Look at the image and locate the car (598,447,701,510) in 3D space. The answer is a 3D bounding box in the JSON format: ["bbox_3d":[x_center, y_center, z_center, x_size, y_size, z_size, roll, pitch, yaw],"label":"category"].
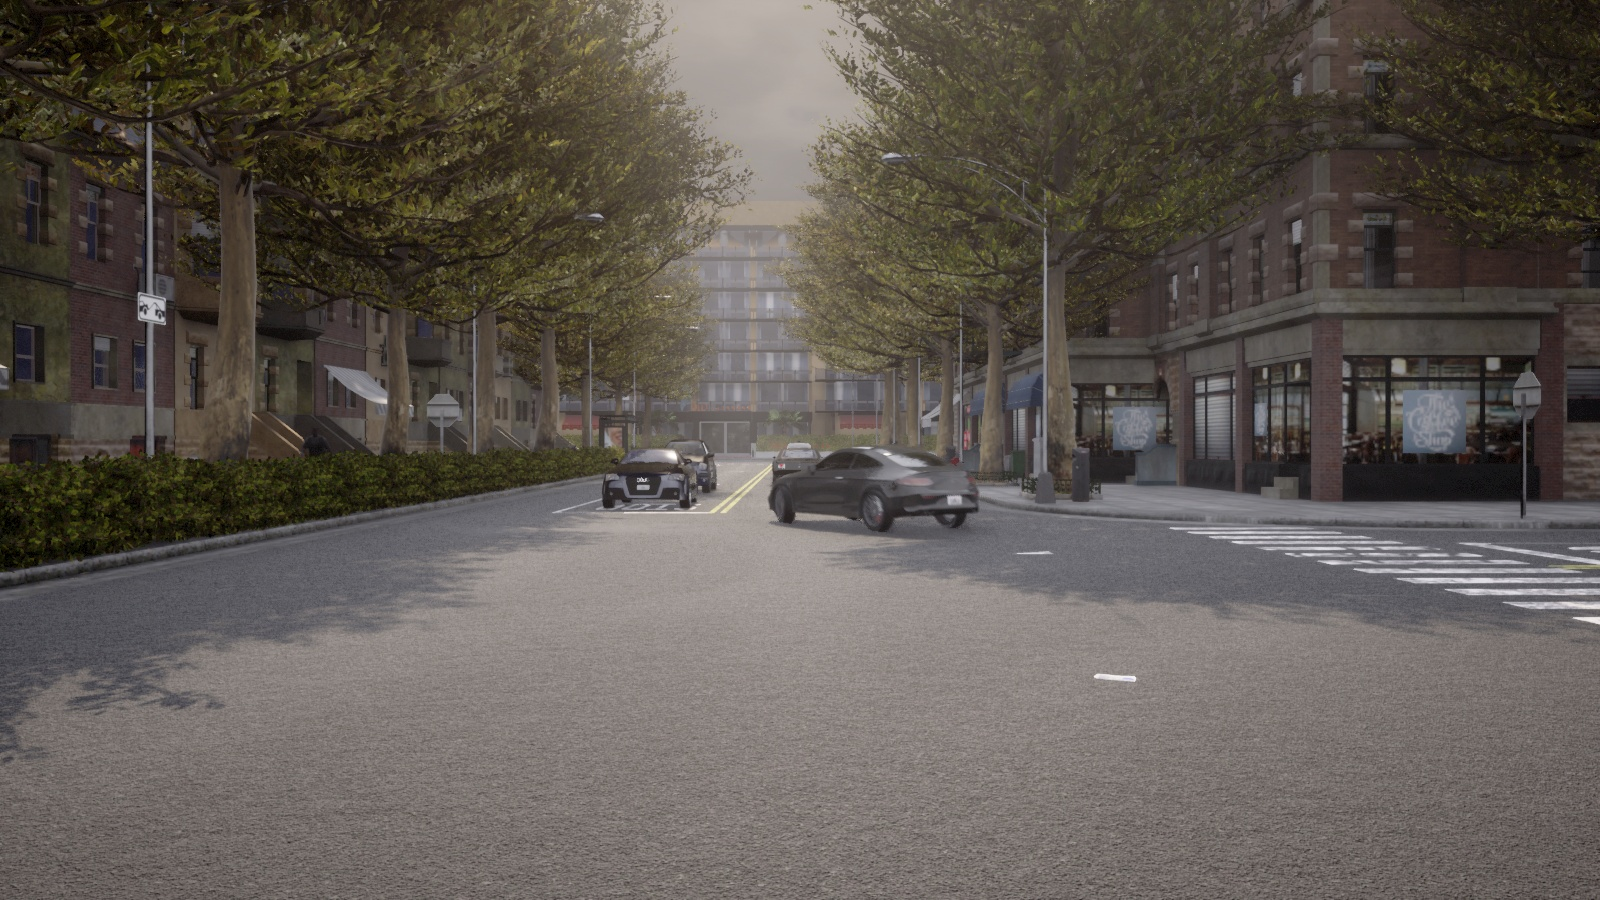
[{"bbox_3d":[-3.518,0.638,30.072,1.994,1.385,4.181,0,0,0],"label":"car"}]

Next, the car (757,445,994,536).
[{"bbox_3d":[1.215,0.646,22.556,1.812,1.442,4.674,0,1,-33],"label":"car"}]

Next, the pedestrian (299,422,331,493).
[{"bbox_3d":[-13.009,0.202,33.711,0.563,1.883,0.849,0,0,-2],"label":"pedestrian"}]

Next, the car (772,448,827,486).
[{"bbox_3d":[-0.033,0.588,45.784,1.895,1.301,4.718,0,0,0],"label":"car"}]

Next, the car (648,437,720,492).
[{"bbox_3d":[-3.528,0.422,38.868,1.851,1.617,3.988,0,0,0],"label":"car"}]
